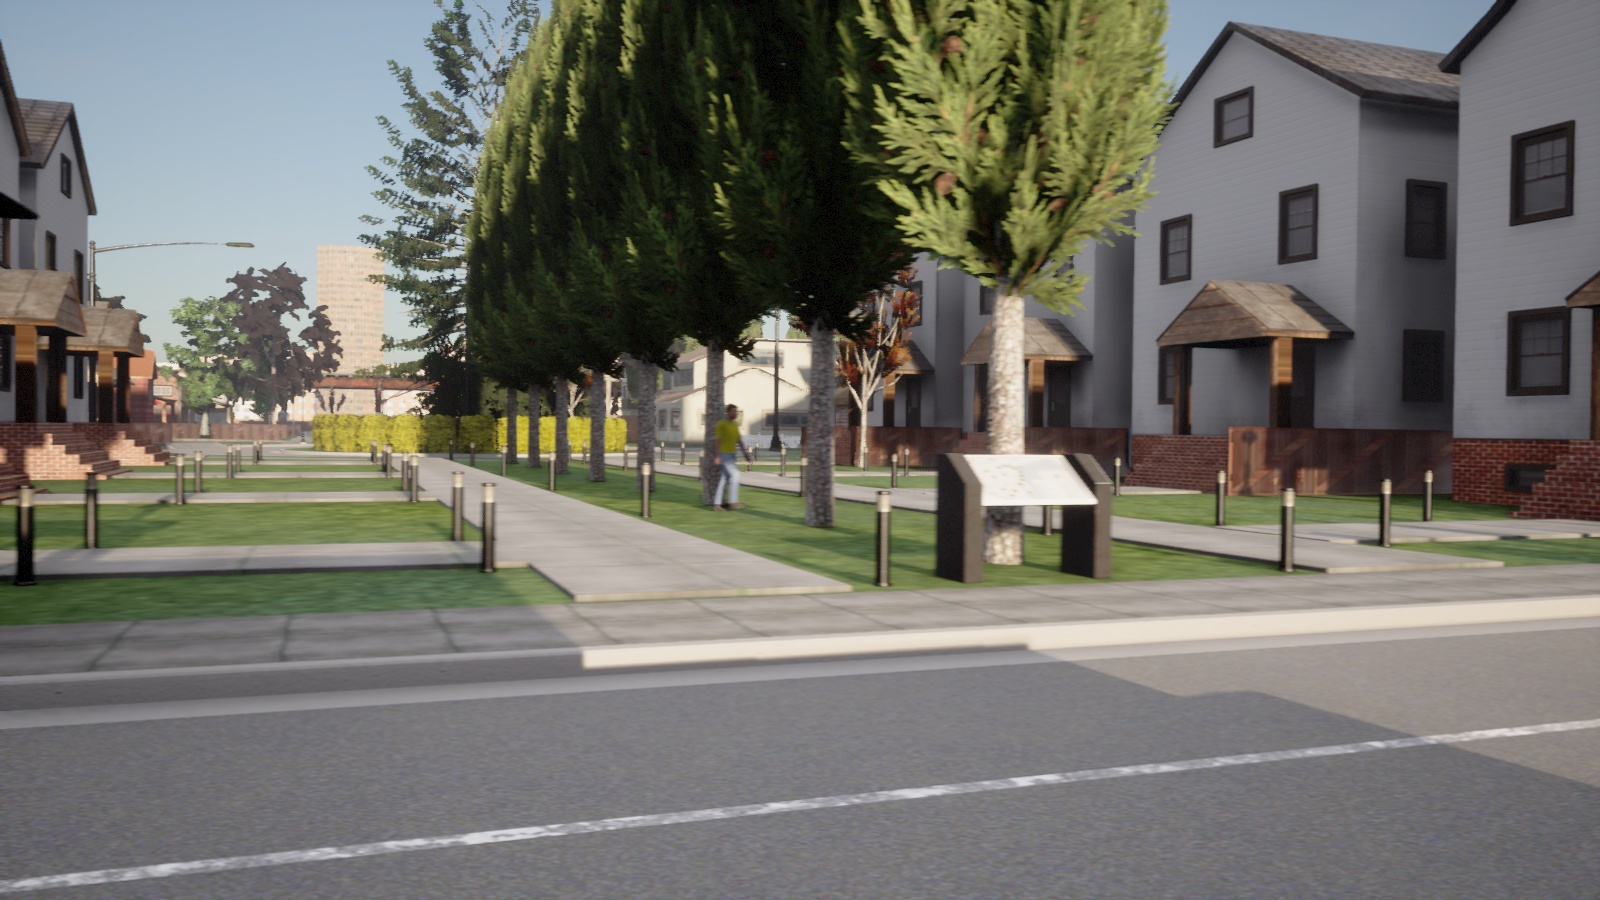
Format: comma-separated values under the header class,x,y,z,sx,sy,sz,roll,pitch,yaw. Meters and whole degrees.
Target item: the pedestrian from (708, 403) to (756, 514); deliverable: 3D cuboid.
class,x,y,z,sx,sy,sz,roll,pitch,yaw
pedestrian,-1.140,0.131,21.109,0.706,1.836,0.354,0,1,33
